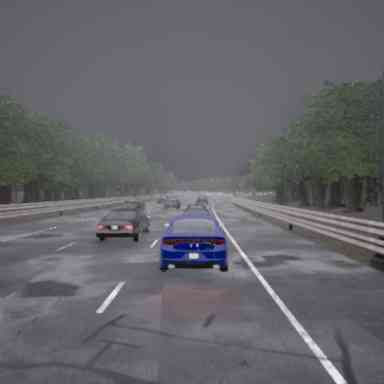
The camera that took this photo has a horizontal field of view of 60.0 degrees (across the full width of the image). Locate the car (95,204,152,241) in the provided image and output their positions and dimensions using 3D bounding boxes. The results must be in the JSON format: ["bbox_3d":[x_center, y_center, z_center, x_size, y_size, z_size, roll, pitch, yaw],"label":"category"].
[{"bbox_3d":[-3.238,1.530,16.553,2.033,1.411,5.357,0,0,1],"label":"car"}]

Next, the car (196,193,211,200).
[{"bbox_3d":[1.919,1.244,60.724,2.097,1.767,4.553,0,0,4],"label":"car"}]

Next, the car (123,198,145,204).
[{"bbox_3d":[-6.235,1.436,36.073,2.128,1.511,4.902,0,0,2],"label":"car"}]

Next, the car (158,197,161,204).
[{"bbox_3d":[-5.018,1.409,60.697,1.812,1.442,4.674,0,0,4],"label":"car"}]

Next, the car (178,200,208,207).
[{"bbox_3d":[0.316,1.543,23.879,1.994,1.385,4.181,0,0,1],"label":"car"}]

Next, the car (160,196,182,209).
[{"bbox_3d":[-2.419,1.427,43.126,2.128,1.511,4.902,0,0,2],"label":"car"}]

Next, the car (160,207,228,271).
[{"bbox_3d":[0.076,1.470,10.922,1.882,1.535,5.008,0,0,1],"label":"car"}]
